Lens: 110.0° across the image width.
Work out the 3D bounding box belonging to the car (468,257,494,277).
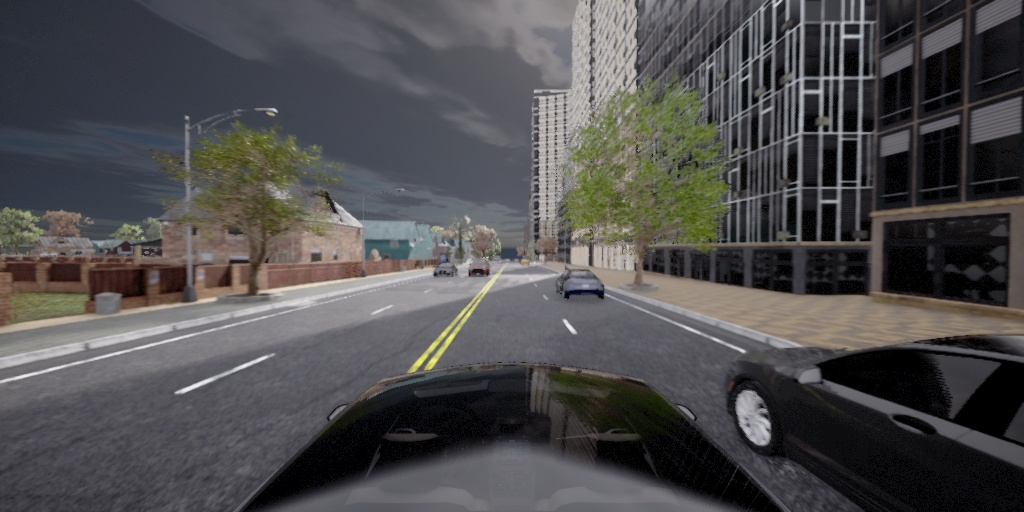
[{"bbox_3d":[-3.304,1.163,37.054,2.097,1.767,4.553,0,0,0],"label":"car"}]

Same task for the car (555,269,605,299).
[{"bbox_3d":[3.362,1.337,18.395,1.994,1.385,4.181,0,0,0],"label":"car"}]

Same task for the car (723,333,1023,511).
[{"bbox_3d":[3.349,1.255,2.177,1.837,1.490,4.892,0,0,0],"label":"car"}]

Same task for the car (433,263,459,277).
[{"bbox_3d":[-6.560,1.374,35.880,1.994,1.385,4.181,0,0,0],"label":"car"}]
